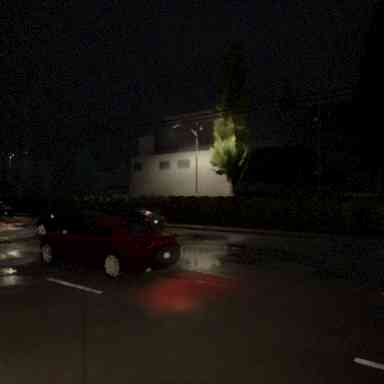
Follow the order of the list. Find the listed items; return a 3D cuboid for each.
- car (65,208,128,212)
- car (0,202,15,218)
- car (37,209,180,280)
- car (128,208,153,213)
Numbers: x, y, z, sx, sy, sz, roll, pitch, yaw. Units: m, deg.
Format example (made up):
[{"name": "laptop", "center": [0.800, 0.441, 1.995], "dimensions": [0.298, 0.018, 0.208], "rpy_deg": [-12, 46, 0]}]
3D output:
[{"name": "car", "center": [-5.786, 1.522, 16.707], "dimensions": [5.008, 1.535, 1.882], "rpy_deg": [0, 0, 36]}, {"name": "car", "center": [-17.564, 1.588, 29.413], "dimensions": [4.902, 1.511, 2.128], "rpy_deg": [0, 0, 36]}, {"name": "car", "center": [-2.667, 1.502, 10.157], "dimensions": [5.008, 1.535, 1.882], "rpy_deg": [0, 0, 36]}, {"name": "car", "center": [-3.615, 1.609, 19.458], "dimensions": [4.181, 1.385, 1.994], "rpy_deg": [0, 0, 36]}]
